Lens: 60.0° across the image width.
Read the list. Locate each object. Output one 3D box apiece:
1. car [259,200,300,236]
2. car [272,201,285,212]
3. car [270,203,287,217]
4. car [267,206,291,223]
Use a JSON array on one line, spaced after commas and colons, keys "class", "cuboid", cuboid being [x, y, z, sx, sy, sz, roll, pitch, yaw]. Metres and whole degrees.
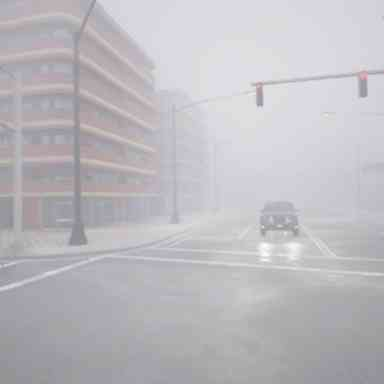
[{"class": "car", "cuboid": [5.563, 1.581, 21.252, 2.150, 2.045, 5.566, -1, -1, 14]}, {"class": "car", "cuboid": [14.133, 2.337, 54.365, 1.882, 1.535, 5.008, -1, -1, 15]}, {"class": "car", "cuboid": [10.546, 2.157, 40.651, 1.837, 1.490, 4.892, -1, -1, 14]}, {"class": "car", "cuboid": [8.060, 2.071, 30.962, 1.994, 1.385, 4.181, -1, -1, 14]}]
